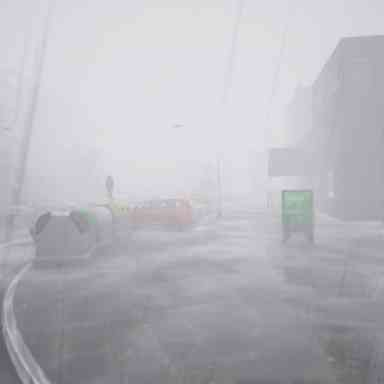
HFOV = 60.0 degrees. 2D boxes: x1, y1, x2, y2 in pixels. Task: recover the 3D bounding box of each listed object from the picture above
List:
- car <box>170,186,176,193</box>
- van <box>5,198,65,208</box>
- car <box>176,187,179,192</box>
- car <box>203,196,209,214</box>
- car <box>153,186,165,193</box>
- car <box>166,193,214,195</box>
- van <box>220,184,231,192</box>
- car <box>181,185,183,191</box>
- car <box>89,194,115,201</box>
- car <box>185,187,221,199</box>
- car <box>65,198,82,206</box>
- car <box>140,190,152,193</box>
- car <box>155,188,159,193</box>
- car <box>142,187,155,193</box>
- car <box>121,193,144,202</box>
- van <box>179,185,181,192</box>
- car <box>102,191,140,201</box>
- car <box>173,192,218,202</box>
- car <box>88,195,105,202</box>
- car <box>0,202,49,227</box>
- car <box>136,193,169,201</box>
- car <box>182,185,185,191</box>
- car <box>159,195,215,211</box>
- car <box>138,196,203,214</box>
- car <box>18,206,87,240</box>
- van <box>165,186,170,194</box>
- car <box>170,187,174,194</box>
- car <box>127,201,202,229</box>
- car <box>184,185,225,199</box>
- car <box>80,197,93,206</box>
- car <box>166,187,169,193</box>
[{"bbox_3d":[-6.811,-0.138,78.593,4.553,1.767,2.185,-1,2,8],"label":"car"},{"bbox_3d":[-13.844,1.557,28.834,4.442,1.987,1.878,-1,1,8],"label":"van"},{"bbox_3d":[-6.392,-0.109,81.233,5.008,1.535,2.097,-1,2,8],"label":"car"},{"bbox_3d":[-1.455,1.494,30.458,5.366,1.575,1.946,-1,2,8],"label":"car"},{"bbox_3d":[-8.804,0.237,64.772,5.566,2.045,2.435,-1,2,8],"label":"car"},{"bbox_3d":[-0.409,1.280,36.368,4.892,1.521,2.231,-1,2,8],"label":"car"},{"bbox_3d":[7.967,-1.026,93.658,4.442,1.987,1.878,-1,2,8],"label":"van"},{"bbox_3d":[-5.588,-0.313,86.884,4.892,1.521,2.231,-1,2,8],"label":"car"},{"bbox_3d":[-12.367,1.390,39.910,4.892,1.521,2.231,-1,2,8],"label":"car"},{"bbox_3d":[1.649,0.627,50.901,4.553,1.767,2.185,-1,2,8],"label":"car"},{"bbox_3d":[-13.563,1.691,31.623,4.892,1.521,2.231,-1,2,8],"label":"car"},{"bbox_3d":[-9.938,0.817,56.483,4.792,1.488,2.163,-1,2,8],"label":"car"},{"bbox_3d":[-9.199,0.618,62.020,4.792,1.488,2.163,-1,2,8],"label":"car"},{"bbox_3d":[-9.603,0.563,59.252,4.553,1.767,2.185,-1,2,8],"label":"car"},{"bbox_3d":[-7.227,1.255,43.496,1.994,1.385,4.181,-1,2,8],"label":"car"},{"bbox_3d":[-5.869,-0.441,84.096,4.442,1.987,1.878,-1,2,8],"label":"van"},{"bbox_3d":[-10.817,0.868,50.839,4.553,1.767,2.185,-1,2,8],"label":"car"},{"bbox_3d":[0.435,1.102,42.054,4.792,1.488,2.163,-1,2,8],"label":"car"},{"bbox_3d":[-12.771,1.495,37.021,4.892,1.521,2.231,-1,2,8],"label":"car"},{"bbox_3d":[-14.351,1.859,26.078,4.892,1.521,2.231,-1,1,8],"label":"car"},{"bbox_3d":[-4.595,1.268,39.450,2.128,1.511,4.902,-1,2,8],"label":"car"},{"bbox_3d":[-5.177,-0.413,89.646,4.892,1.521,2.231,-1,2,8],"label":"car"},{"bbox_3d":[-0.669,1.383,33.313,5.366,1.575,1.946,-1,2,8],"label":"car"},{"bbox_3d":[-1.724,1.470,27.522,4.553,1.767,2.185,-1,2,8],"label":"car"},{"bbox_3d":[-7.400,1.846,19.272,2.128,1.511,4.902,-1,0,6],"label":"car"},{"bbox_3d":[-7.695,-0.037,73.077,4.442,1.987,1.878,-1,2,8],"label":"van"},{"bbox_3d":[-7.174,0.127,75.832,4.674,1.452,2.002,-1,2,8],"label":"car"},{"bbox_3d":[-2.091,1.674,24.721,5.008,1.535,2.097,-1,1,8],"label":"car"},{"bbox_3d":[2.107,0.400,53.670,5.566,2.045,2.435,-1,2,8],"label":"car"},{"bbox_3d":[-13.159,1.630,34.383,4.674,1.452,2.002,-1,2,8],"label":"car"},{"bbox_3d":[-8.002,0.317,70.307,4.792,1.488,2.163,-1,2,8],"label":"car"}]
